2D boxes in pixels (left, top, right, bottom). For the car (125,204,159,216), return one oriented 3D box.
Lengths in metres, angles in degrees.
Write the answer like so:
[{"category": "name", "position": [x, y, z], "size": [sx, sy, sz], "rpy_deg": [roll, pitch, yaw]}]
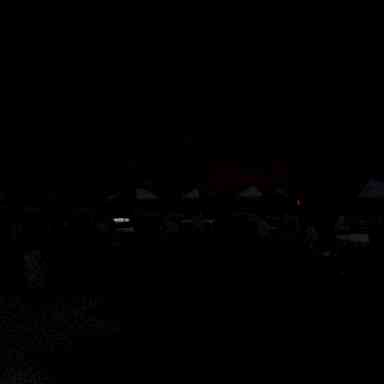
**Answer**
[{"category": "car", "position": [-4.423, 1.766, 32.183], "size": [1.994, 1.385, 4.181], "rpy_deg": [-1, 0, 35]}]
